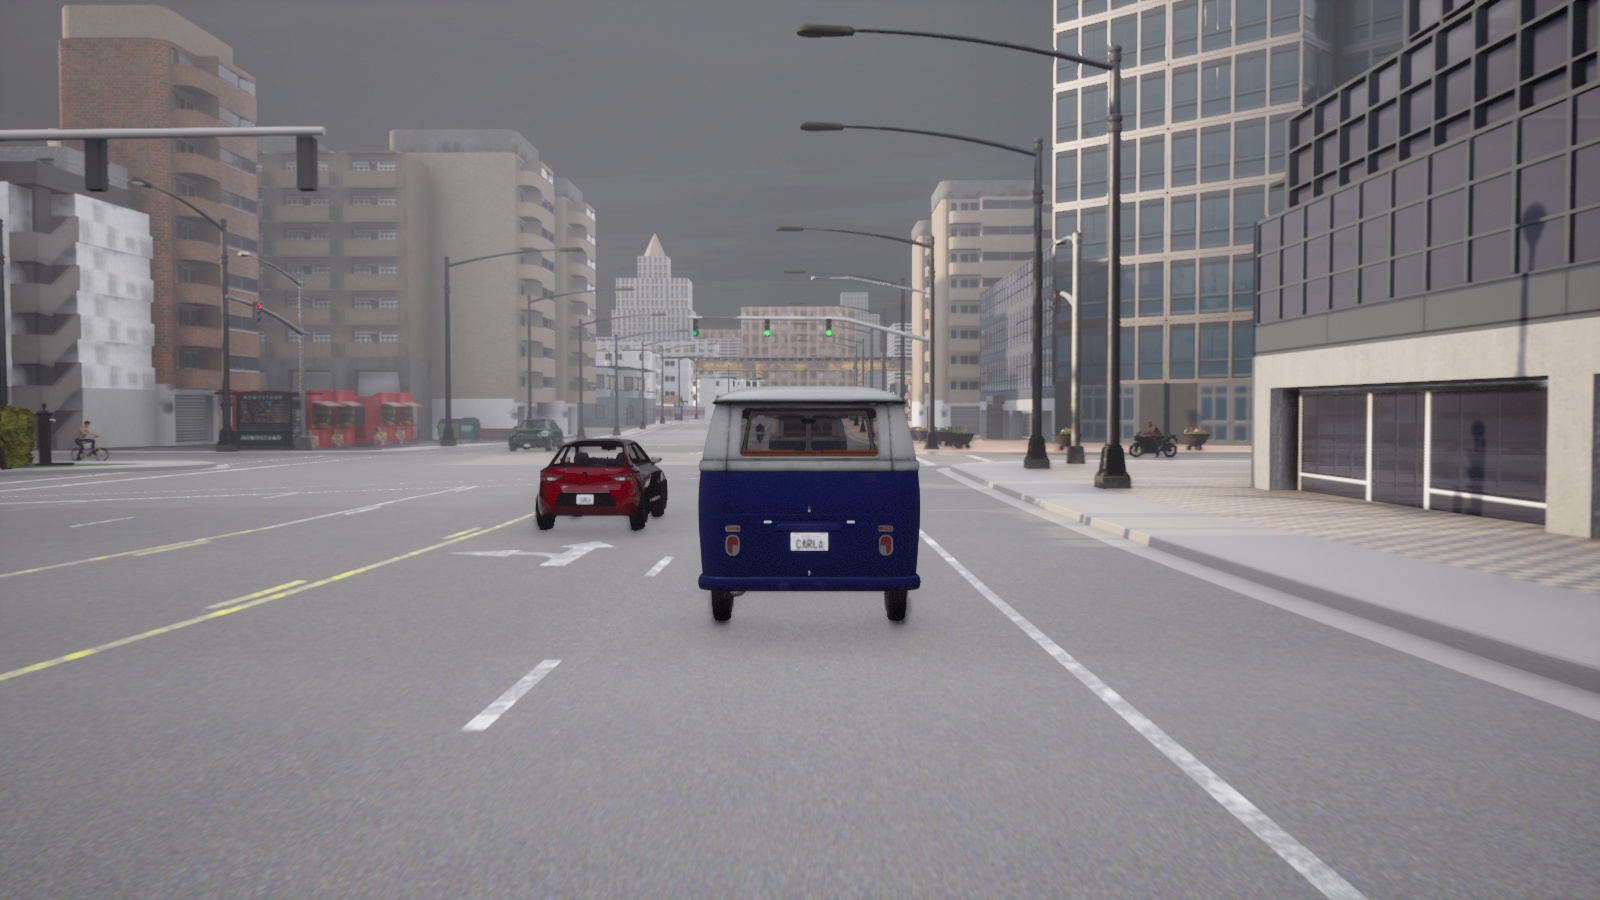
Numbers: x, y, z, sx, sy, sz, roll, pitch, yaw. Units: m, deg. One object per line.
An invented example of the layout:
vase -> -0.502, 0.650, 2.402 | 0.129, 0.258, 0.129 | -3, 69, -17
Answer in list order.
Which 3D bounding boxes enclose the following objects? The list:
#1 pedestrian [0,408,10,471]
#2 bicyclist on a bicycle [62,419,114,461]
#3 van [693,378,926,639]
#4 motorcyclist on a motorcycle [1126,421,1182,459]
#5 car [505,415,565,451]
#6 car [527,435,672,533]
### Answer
pedestrian -> -24.599, -0.330, 38.370 | 0.692, 1.930, 0.395 | -2, 3, -42
bicyclist on a bicycle -> -27.694, -0.396, 48.867 | 1.509, 1.612, 0.866 | 0, 2, 1
van -> 0.083, 0.423, 11.777 | 1.775, 1.987, 4.442 | 0, 1, 0
motorcyclist on a motorcycle -> 14.592, -0.420, 51.787 | 2.044, 1.523, 0.797 | 0, 2, 1
car -> -13.613, -0.890, 64.816 | 2.097, 1.767, 4.553 | 0, 1, 0
car -> -3.360, 0.511, 21.775 | 1.816, 1.474, 4.193 | 0, 2, 0
